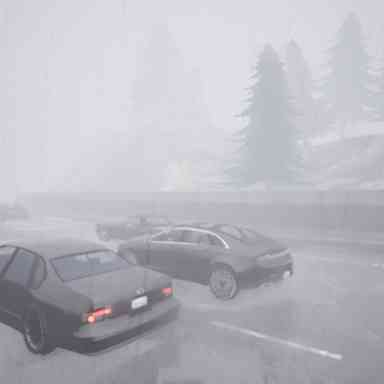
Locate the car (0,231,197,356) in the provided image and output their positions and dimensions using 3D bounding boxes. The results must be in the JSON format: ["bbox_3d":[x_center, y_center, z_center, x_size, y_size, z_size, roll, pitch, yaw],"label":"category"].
[{"bbox_3d":[-2.696,1.578,6.143,5.357,1.411,2.033,0,0,38],"label":"car"}]

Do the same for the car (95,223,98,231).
[{"bbox_3d":[-2.306,1.672,14.897,4.718,1.301,1.895,0,0,40],"label":"car"}]

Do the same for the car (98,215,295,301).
[{"bbox_3d":[0.078,1.531,8.476,4.902,1.511,2.128,0,0,38],"label":"car"}]

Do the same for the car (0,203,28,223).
[{"bbox_3d":[-14.952,1.628,27.270,2.128,1.511,4.902,0,0,-42],"label":"car"}]
